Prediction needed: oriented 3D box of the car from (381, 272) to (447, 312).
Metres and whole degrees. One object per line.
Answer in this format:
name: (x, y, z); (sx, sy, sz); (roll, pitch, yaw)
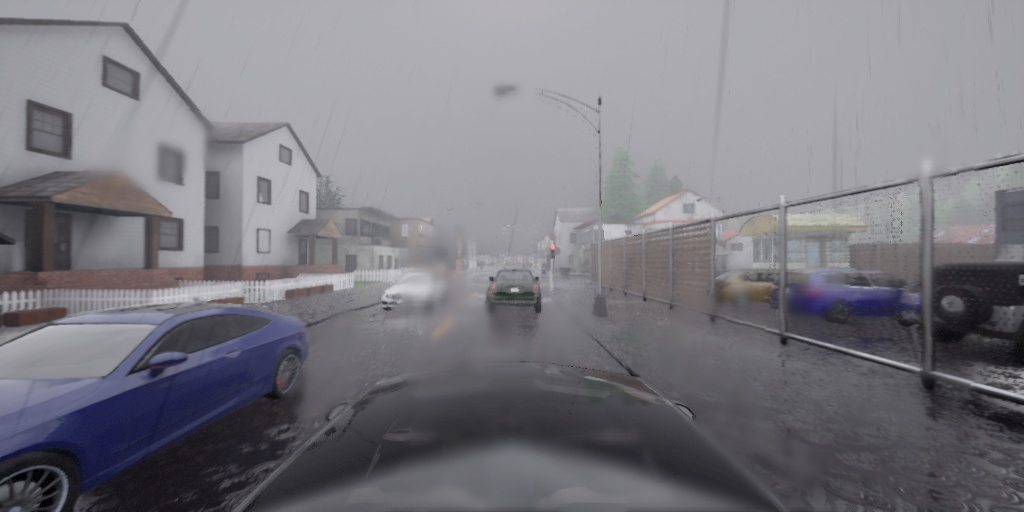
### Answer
car: (-4.006, 1.443, 15.374); (1.812, 1.442, 4.674); (0, -1, 0)

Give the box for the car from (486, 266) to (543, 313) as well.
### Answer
car: (0.091, 1.266, 15.059); (2.097, 1.767, 4.553); (0, -1, 0)

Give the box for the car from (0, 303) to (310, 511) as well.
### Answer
car: (-4.094, 1.302, 3.879); (1.812, 1.442, 4.674); (0, -1, 0)
